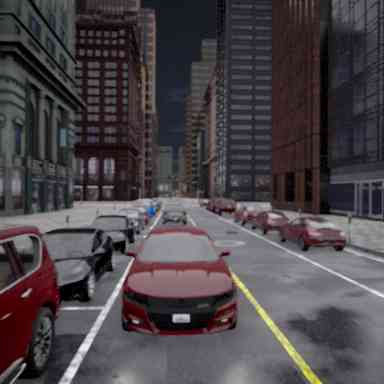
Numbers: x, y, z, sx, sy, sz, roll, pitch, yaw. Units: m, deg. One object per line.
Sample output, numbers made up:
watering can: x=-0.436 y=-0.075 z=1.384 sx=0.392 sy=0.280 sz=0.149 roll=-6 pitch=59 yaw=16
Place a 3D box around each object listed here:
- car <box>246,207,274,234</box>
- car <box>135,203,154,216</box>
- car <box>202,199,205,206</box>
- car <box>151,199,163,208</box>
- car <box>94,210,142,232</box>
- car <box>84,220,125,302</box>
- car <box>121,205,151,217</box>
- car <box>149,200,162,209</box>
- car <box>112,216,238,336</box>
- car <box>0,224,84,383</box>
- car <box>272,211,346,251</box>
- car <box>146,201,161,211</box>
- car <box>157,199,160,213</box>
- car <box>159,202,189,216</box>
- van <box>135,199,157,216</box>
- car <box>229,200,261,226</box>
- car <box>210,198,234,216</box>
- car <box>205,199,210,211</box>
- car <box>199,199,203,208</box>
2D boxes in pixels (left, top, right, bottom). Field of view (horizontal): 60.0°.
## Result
car: x=4.771 y=1.775 z=20.141 sx=1.802 sy=1.307 sz=4.206 roll=0 pitch=0 yaw=-4
car: x=-4.083 y=1.762 z=25.240 sx=1.802 sy=1.307 sz=4.206 roll=0 pitch=0 yaw=-4
car: x=3.046 y=1.990 z=48.267 sx=1.947 sy=1.339 sz=4.313 roll=0 pitch=0 yaw=-4
car: x=-6.153 y=2.014 z=58.995 sx=2.008 sy=1.369 sz=4.403 roll=0 pitch=-1 yaw=-4
car: x=-3.393 y=1.657 z=13.988 sx=1.947 sy=1.339 sz=4.313 roll=0 pitch=0 yaw=-4
car: x=-3.048 y=1.614 z=8.362 sx=1.947 sy=1.339 sz=4.313 roll=0 pitch=0 yaw=-4
car: x=-3.738 y=1.686 z=19.614 sx=2.008 sy=1.369 sz=4.403 roll=0 pitch=0 yaw=-4
car: x=-5.808 y=1.980 z=53.369 sx=1.947 sy=1.339 sz=4.313 roll=0 pitch=0 yaw=-4
car: x=-0.305 y=1.534 z=7.207 sx=1.882 sy=1.535 sz=5.008 roll=0 pitch=0 yaw=-4
car: x=-2.702 y=1.321 z=2.738 sx=2.192 sy=1.841 sz=5.009 roll=0 pitch=0 yaw=-4
car: x=5.116 y=1.731 z=14.515 sx=1.802 sy=1.307 sz=4.206 roll=0 pitch=0 yaw=-4
car: x=-5.463 y=1.932 z=47.743 sx=1.947 sy=1.339 sz=4.313 roll=0 pitch=0 yaw=-4
car: x=-4.762 y=1.795 z=36.322 sx=1.752 sy=1.417 sz=4.829 roll=0 pitch=0 yaw=-4
car: x=-1.339 y=1.705 z=25.691 sx=1.837 sy=1.490 sz=4.892 roll=0 pitch=0 yaw=-3
van: x=-4.427 y=1.566 z=30.868 sx=1.690 sy=1.788 sz=3.998 roll=0 pitch=0 yaw=-4
car: x=4.426 y=1.678 z=25.767 sx=1.967 sy=1.590 sz=4.097 roll=0 pitch=0 yaw=-4
car: x=3.736 y=1.644 z=37.018 sx=2.192 sy=1.841 sz=5.009 roll=0 pitch=0 yaw=-4
car: x=3.391 y=1.691 z=42.643 sx=2.192 sy=1.841 sz=5.009 roll=0 pitch=0 yaw=-4
car: x=2.356 y=1.961 z=59.519 sx=1.967 sy=1.590 sz=4.097 roll=0 pitch=-1 yaw=-4
